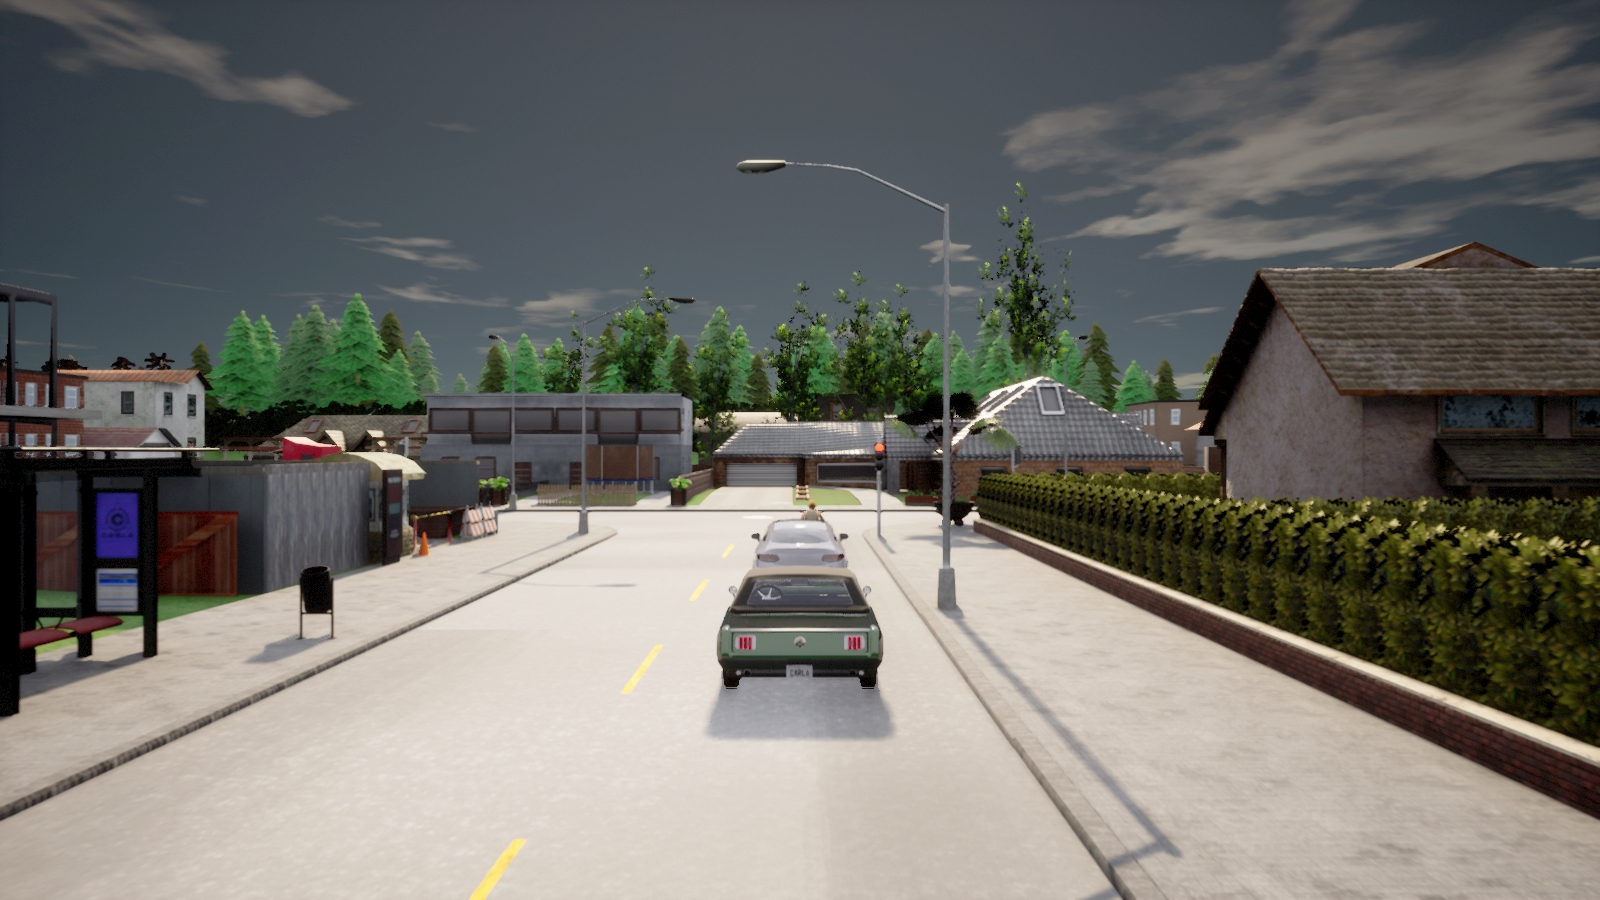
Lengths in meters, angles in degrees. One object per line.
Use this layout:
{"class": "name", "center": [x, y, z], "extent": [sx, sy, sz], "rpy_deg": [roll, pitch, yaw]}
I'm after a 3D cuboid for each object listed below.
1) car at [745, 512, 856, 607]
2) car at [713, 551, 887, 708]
{"class": "car", "center": [-0.002, 2.087, 22.774], "extent": [2.002, 1.442, 4.674], "rpy_deg": [0, 0, 0]}
{"class": "car", "center": [0.000, 2.159, 14.792], "extent": [1.895, 1.301, 4.718], "rpy_deg": [0, 0, 0]}
